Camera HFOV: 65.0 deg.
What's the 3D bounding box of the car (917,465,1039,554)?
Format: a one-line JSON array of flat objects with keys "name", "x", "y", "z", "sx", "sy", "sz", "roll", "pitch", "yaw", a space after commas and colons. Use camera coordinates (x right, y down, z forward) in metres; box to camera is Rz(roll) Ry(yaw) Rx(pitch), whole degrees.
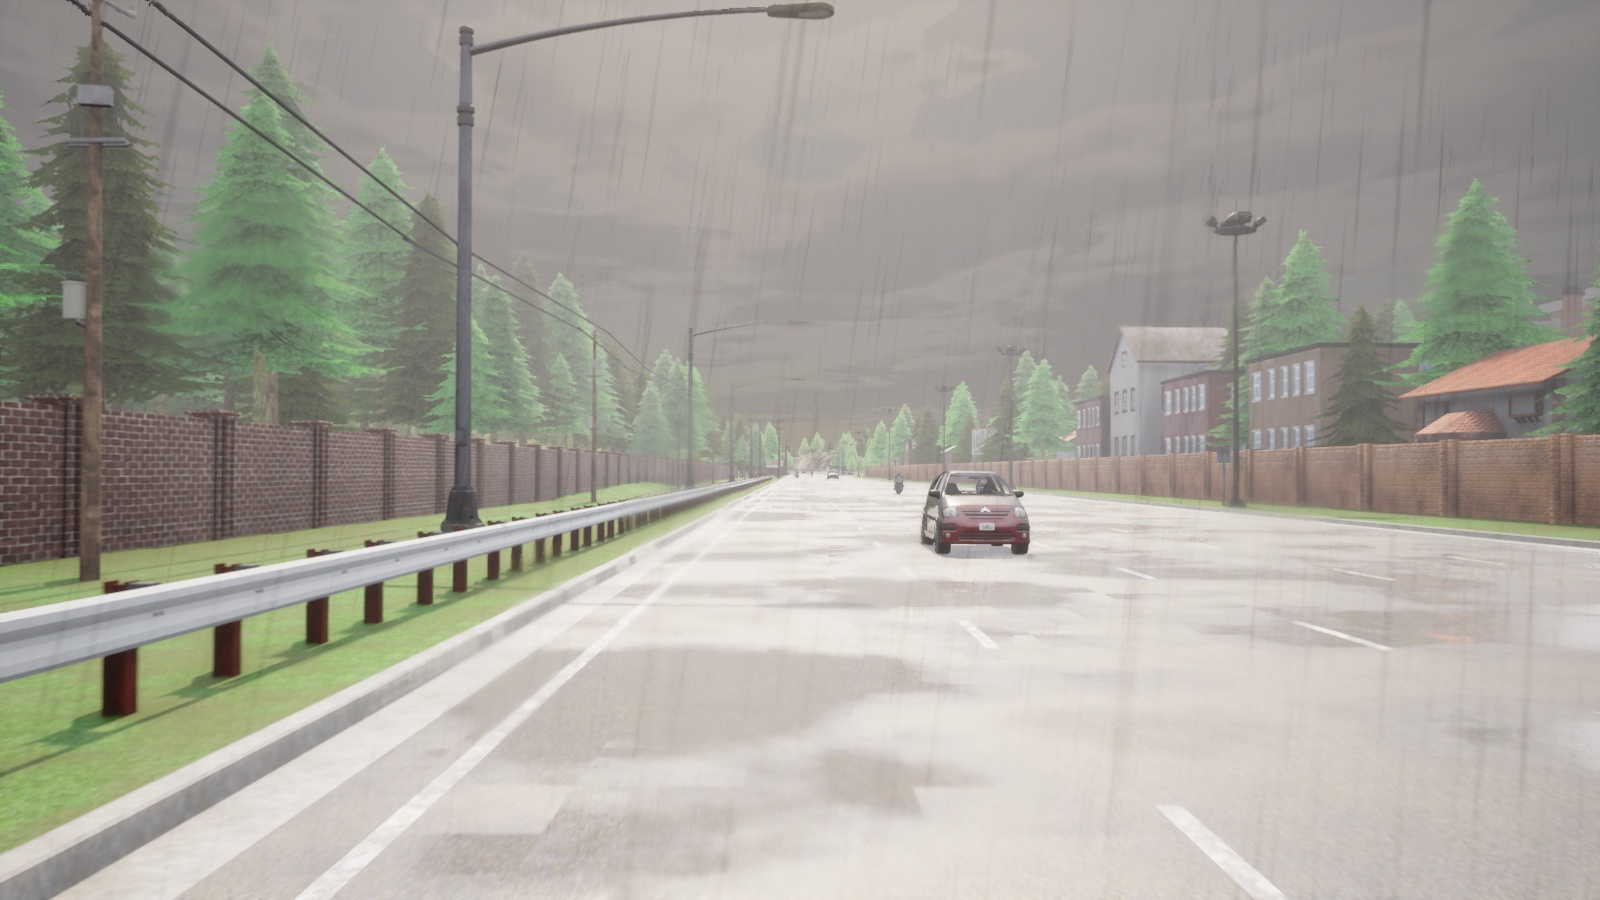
[{"name": "car", "x": 3.438, "y": 1.117, "z": 24.984, "sx": 1.851, "sy": 1.617, "sz": 3.988, "roll": 0, "pitch": -1, "yaw": 0}]
